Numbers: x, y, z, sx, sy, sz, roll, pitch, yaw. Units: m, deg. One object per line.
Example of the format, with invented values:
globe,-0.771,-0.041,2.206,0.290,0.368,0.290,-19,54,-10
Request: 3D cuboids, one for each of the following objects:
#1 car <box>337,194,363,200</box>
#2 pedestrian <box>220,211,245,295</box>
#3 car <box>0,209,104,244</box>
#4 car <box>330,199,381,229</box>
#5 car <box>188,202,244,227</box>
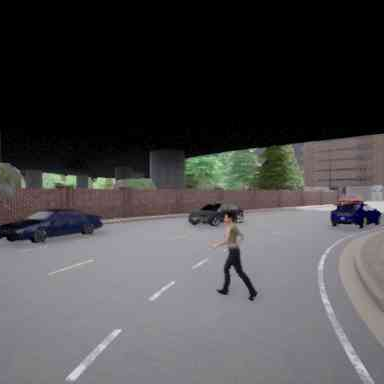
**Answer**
car,22.679,1.302,47.754,5.566,2.045,2.150,0,0,-43
pedestrian,0.854,1.292,7.045,0.375,1.860,0.375,0,0,15
car,-6.655,1.544,16.208,2.033,1.411,5.357,0,0,25
car,10.929,1.473,22.024,1.882,1.535,5.008,0,0,45
car,1.747,1.500,22.710,1.837,1.490,4.892,-1,0,41
